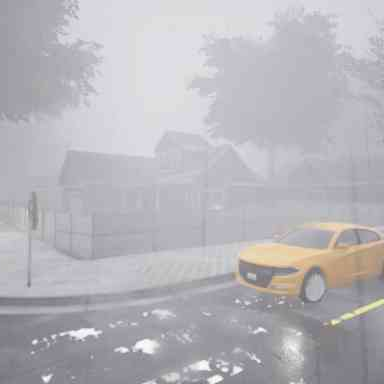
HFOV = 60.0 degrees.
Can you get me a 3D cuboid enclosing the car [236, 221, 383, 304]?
[{"bbox_3d":[3.344,1.536,8.442,5.008,1.535,1.882,1,-1,-34],"label":"car"}]
